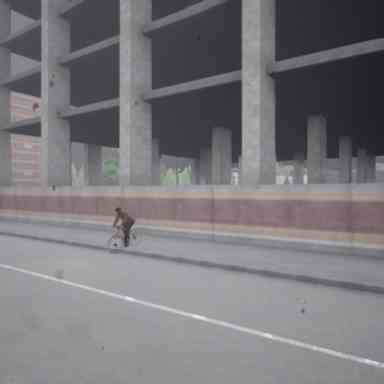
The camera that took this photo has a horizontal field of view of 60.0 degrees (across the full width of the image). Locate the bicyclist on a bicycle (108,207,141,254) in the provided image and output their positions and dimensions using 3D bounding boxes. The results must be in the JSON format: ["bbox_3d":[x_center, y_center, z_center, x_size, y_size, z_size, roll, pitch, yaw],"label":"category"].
[{"bbox_3d":[-2.462,1.324,12.018,0.582,1.620,1.656,0,9,35],"label":"bicyclist on a bicycle"}]
